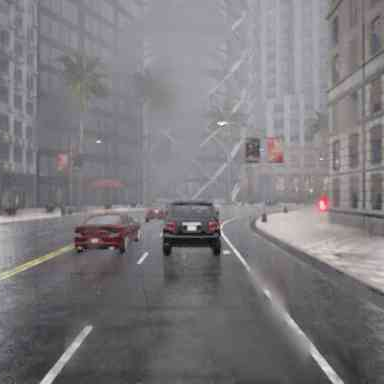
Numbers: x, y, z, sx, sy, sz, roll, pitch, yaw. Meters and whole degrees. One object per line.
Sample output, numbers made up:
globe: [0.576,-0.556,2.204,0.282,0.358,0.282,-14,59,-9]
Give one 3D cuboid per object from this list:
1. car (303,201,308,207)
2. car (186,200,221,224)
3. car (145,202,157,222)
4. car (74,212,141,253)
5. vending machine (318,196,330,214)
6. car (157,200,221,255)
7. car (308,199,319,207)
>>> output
car: [24.137,2.113,64.958,4.892,1.490,1.837,0,-1,-12]
car: [1.059,1.613,27.824,2.097,1.767,4.553,0,-1,13]
car: [-2.356,1.621,28.592,2.097,1.767,4.553,0,-1,13]
car: [-3.486,1.615,14.486,1.882,1.535,5.008,0,0,1]
vending machine: [16.391,1.587,41.388,1.100,2.100,0.880,-1,-1,45]
car: [-0.001,1.350,14.014,2.150,2.045,5.566,0,0,0]
car: [24.543,1.931,61.357,4.553,1.767,2.097,0,0,-12]
